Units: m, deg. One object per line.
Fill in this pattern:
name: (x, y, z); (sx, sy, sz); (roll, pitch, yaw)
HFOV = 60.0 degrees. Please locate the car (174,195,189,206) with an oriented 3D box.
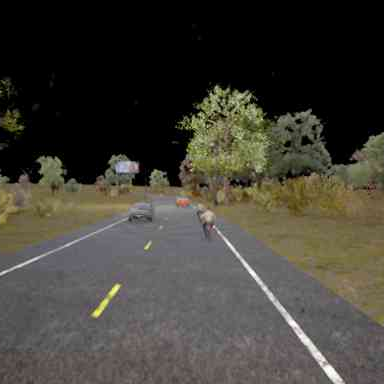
car: (-1.582, 1.463, 56.218); (2.097, 1.767, 4.553); (0, 0, -3)

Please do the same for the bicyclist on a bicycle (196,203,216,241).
bicyclist on a bicycle: (0.777, 1.475, 15.779); (0.866, 1.612, 1.509); (0, 0, -1)

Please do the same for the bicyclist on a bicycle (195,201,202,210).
bicyclist on a bicycle: (0.626, 1.495, 25.201); (0.866, 1.612, 1.509); (0, 0, -2)

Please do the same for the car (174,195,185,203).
car: (-2.815, 1.484, 73.473); (2.097, 1.767, 4.553); (0, 0, -4)

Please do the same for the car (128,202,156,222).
car: (-4.018, 1.570, 27.088); (1.837, 1.490, 4.892); (0, 0, -2)
